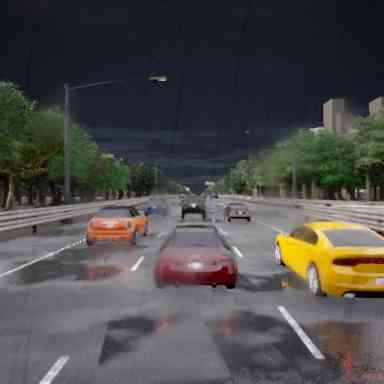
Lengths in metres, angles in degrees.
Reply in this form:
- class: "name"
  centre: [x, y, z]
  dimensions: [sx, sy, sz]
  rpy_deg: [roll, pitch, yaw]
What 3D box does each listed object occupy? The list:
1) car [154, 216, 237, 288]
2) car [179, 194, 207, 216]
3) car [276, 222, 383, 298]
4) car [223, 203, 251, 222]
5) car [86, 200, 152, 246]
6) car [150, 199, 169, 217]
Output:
- class: "car"
  centre: [0.095, 1.616, 9.410]
  dimensions: [1.994, 1.385, 4.181]
  rpy_deg: [0, 0, 0]
- class: "car"
  centre: [0.142, 1.312, 31.633]
  dimensions: [2.150, 2.045, 5.566]
  rpy_deg: [0, 0, 0]
- class: "car"
  centre: [3.593, 1.525, 8.704]
  dimensions: [1.882, 1.535, 5.008]
  rpy_deg: [0, 0, 0]
- class: "car"
  centre: [3.636, 1.641, 27.435]
  dimensions: [2.033, 1.411, 5.357]
  rpy_deg: [0, 0, 0]
- class: "car"
  centre: [-3.385, 1.428, 15.870]
  dimensions: [2.097, 1.767, 4.553]
  rpy_deg: [0, 0, 0]
- class: "car"
  centre: [-3.360, 1.442, 32.300]
  dimensions: [2.097, 1.767, 4.553]
  rpy_deg: [0, 0, 0]
